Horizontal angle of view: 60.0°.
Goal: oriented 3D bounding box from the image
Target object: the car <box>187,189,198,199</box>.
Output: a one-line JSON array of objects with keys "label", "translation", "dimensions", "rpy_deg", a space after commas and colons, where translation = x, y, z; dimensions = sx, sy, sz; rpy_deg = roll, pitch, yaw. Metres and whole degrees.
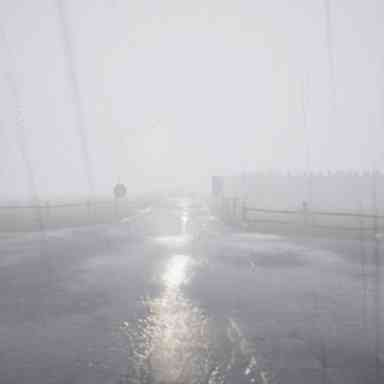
[{"label": "car", "translation": [0.009, 0.481, 58.070], "dimensions": [1.895, 1.301, 4.718], "rpy_deg": [0, 1, 0]}]

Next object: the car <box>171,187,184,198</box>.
[{"label": "car", "translation": [-2.740, 0.020, 62.173], "dimensions": [2.150, 2.045, 5.566], "rpy_deg": [0, 1, 0]}]

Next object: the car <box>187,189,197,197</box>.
[{"label": "car", "translation": [0.010, 0.191, 68.042], "dimensions": [1.837, 1.490, 4.892], "rpy_deg": [0, 1, 0]}]
